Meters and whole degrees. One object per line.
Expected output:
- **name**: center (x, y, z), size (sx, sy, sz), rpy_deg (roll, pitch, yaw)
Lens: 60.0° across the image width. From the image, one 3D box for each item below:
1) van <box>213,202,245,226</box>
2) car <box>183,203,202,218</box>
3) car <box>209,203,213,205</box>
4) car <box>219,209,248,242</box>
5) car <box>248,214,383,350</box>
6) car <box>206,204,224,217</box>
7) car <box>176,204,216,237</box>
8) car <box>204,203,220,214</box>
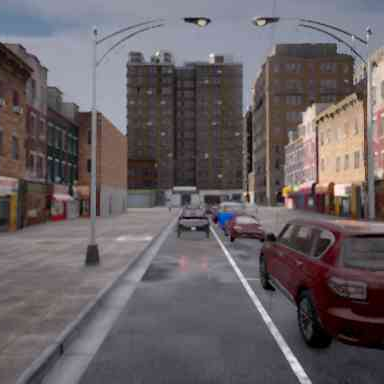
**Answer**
- **van**: center (2.638, 1.620, 22.636), size (1.690, 1.788, 3.998), rpy_deg (1, -1, 0)
- **car**: center (0.063, 2.044, 37.853), size (2.033, 1.411, 5.357), rpy_deg (0, -1, 0)
- **car**: center (2.629, 1.899, 28.071), size (1.887, 1.381, 4.507), rpy_deg (1, -1, 0)
- **car**: center (2.638, 1.789, 17.195), size (1.802, 1.307, 4.206), rpy_deg (1, -1, 0)
- **car**: center (2.653, 1.388, 6.323), size (2.192, 1.841, 5.009), rpy_deg (1, -1, 0)
- **car**: center (2.619, 2.096, 38.945), size (1.802, 1.307, 4.206), rpy_deg (1, -1, 0)
- **car**: center (0.078, 1.734, 19.838), size (2.128, 1.511, 4.902), rpy_deg (0, -1, 0)
- **car**: center (2.614, 2.177, 44.384), size (1.802, 1.307, 4.206), rpy_deg (1, -1, 0)
